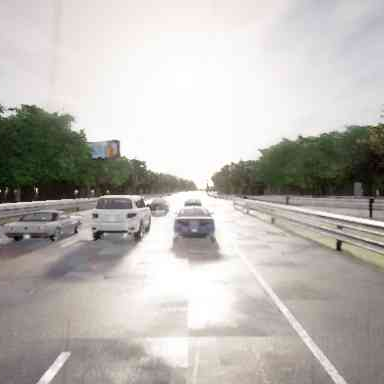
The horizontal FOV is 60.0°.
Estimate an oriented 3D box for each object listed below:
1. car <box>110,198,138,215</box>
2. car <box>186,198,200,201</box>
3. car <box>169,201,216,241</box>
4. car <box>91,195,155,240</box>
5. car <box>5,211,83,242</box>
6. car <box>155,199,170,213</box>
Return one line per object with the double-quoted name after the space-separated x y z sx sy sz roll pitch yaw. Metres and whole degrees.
-6.891 1.407 34.106 1.837 1.490 4.892 0 0 0 "car"
0.107 1.378 35.645 1.882 1.535 5.008 0 0 0 "car"
0.104 1.428 16.341 1.882 1.535 5.008 0 0 0 "car"
-3.396 1.170 16.850 2.150 2.045 5.566 0 0 0 "car"
-6.896 1.552 16.125 1.895 1.301 4.718 0 0 0 "car"
-3.391 1.427 35.142 1.812 1.442 4.674 0 0 0 "car"
